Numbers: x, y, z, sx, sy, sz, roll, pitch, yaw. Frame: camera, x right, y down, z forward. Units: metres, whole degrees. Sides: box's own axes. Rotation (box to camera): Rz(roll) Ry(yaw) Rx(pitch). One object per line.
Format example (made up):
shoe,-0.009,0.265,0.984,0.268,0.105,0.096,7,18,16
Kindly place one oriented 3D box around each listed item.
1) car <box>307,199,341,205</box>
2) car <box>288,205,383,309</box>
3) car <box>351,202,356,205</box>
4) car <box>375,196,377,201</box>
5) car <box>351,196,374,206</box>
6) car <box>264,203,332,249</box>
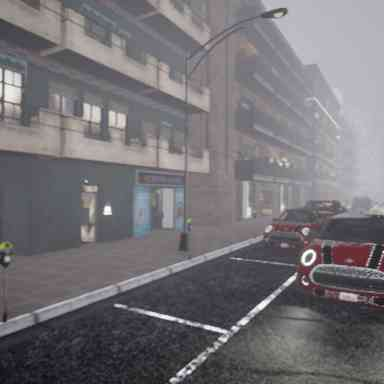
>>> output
car,7.360,1.339,18.821,2.192,1.841,5.009,1,0,31
car,4.047,1.366,8.115,2.097,1.767,4.553,0,0,30
car,10.262,1.617,23.653,1.802,1.307,4.206,1,0,31
car,27.685,1.641,52.638,1.887,1.381,4.507,1,0,31
car,21.879,1.391,42.975,2.192,1.841,5.009,1,0,31
car,4.455,1.453,13.991,1.967,1.590,4.097,1,0,31
